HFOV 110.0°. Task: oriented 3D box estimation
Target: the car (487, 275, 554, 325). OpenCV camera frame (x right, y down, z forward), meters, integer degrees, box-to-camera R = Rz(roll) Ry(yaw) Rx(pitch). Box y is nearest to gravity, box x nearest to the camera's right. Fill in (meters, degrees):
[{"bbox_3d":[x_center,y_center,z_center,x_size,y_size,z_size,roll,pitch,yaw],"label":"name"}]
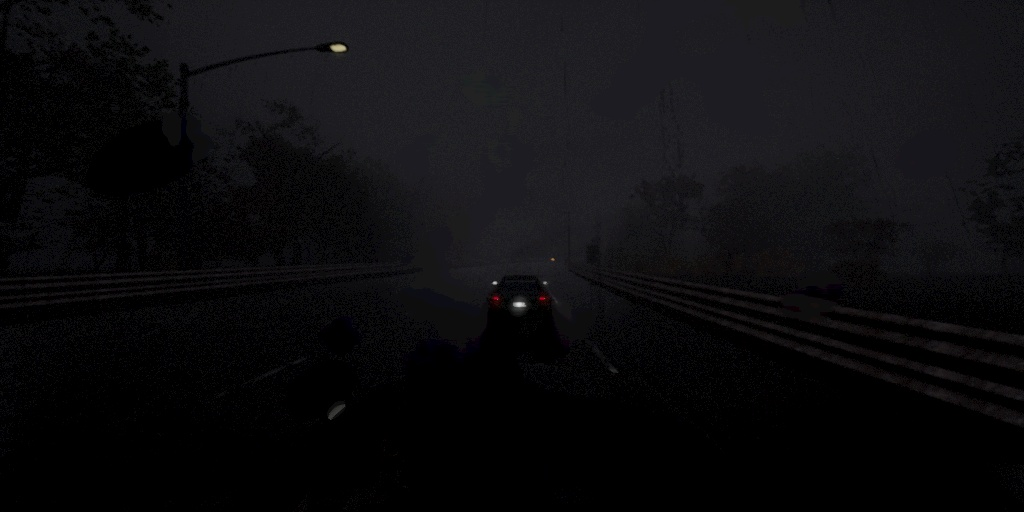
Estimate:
[{"bbox_3d":[0.270,1.316,11.909,1.994,1.385,4.181,0,0,1],"label":"car"}]
